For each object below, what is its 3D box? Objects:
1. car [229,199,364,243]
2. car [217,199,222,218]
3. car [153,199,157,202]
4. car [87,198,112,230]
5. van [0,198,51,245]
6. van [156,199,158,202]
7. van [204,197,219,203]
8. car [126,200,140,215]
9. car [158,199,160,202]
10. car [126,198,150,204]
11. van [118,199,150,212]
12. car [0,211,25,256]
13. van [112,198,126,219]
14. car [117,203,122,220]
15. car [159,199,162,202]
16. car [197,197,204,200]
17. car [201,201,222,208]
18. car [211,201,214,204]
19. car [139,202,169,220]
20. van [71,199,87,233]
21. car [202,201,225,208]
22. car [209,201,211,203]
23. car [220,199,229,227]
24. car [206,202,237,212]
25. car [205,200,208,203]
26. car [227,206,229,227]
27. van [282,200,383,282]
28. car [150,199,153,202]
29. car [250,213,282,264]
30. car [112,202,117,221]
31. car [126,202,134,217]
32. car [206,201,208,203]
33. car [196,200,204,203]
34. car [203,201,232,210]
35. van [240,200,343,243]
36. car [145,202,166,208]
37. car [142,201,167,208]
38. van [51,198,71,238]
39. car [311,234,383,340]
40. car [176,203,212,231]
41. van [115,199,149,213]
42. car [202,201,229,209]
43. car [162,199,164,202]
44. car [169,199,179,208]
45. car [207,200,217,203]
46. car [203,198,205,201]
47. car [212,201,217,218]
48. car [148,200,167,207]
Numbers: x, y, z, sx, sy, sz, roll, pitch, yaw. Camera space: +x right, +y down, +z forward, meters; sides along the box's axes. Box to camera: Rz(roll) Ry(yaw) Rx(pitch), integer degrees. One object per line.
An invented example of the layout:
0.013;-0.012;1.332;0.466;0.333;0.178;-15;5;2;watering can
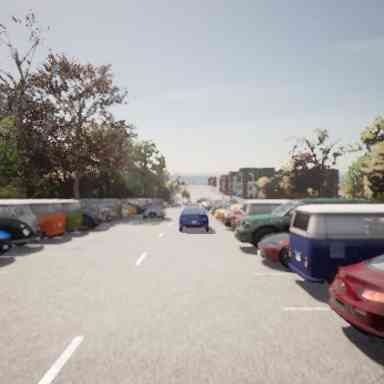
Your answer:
4.529;1.285;13.365;5.566;2.045;2.435;0;-1;0;car
4.606;1.675;27.241;4.553;1.767;2.185;0;-1;0;car
-8.478;2.278;52.303;5.008;1.535;2.097;0;-1;0;car
-8.483;1.443;21.716;5.566;2.045;2.435;0;-1;0;car
-8.406;1.310;13.399;4.442;1.987;1.878;0;-1;0;van
-8.360;2.108;55.093;4.442;1.987;1.878;0;-1;0;van
4.487;1.999;49.448;4.442;1.987;1.878;0;-1;0;van
-8.488;1.961;35.685;5.008;1.535;2.097;0;-1;0;car
-8.494;2.422;57.839;4.792;1.488;2.163;0;-1;0;car
-8.459;1.815;41.230;5.566;2.045;2.435;0;-1;0;car
-8.592;1.999;49.538;4.442;1.987;1.878;0;-1;0;van
-8.531;1.512;10.777;5.008;1.535;2.097;0;0;0;car
-8.618;1.627;30.025;4.442;1.987;1.878;0;-1;0;van
-8.502;1.842;27.376;4.674;1.452;2.002;0;-1;0;car
-8.491;2.484;60.478;4.792;1.488;2.163;0;-1;0;car
4.611;2.660;77.194;5.566;2.045;2.435;0;-2;0;car
4.638;2.988;79.962;5.008;1.535;2.097;0;-2;0;car
4.589;1.908;32.790;4.892;1.521;2.231;0;-1;0;car
-3.554;1.979;32.193;1.994;1.385;4.181;0;-1;0;car
-8.632;1.415;18.946;4.442;1.987;1.878;0;-1;0;van
4.626;2.758;71.636;4.892;1.521;2.231;0;-2;0;car
4.579;1.961;35.566;4.892;1.521;2.231;0;-1;0;car
4.603;1.622;24.465;4.553;1.767;2.185;0;-1;0;car
4.578;2.307;52.220;4.792;1.488;2.163;0;-1;0;car
4.629;2.201;46.668;4.792;1.488;2.163;0;-1;0;car
4.562;1.682;18.911;4.674;1.452;2.002;0;-1;0;car
4.667;1.278;7.828;4.442;1.987;1.878;0;0;0;van
-8.455;1.868;44.000;5.566;2.045;2.435;0;-1;0;car
4.524;1.542;10.610;4.792;1.488;2.163;0;-1;0;car
-8.503;1.749;24.606;5.008;1.535;2.097;0;-1;0;car
-8.500;1.946;32.790;4.674;1.452;2.002;0;-1;0;car
4.626;2.148;43.892;4.792;1.488;2.163;0;-1;0;car
0.154;2.064;41.207;1.882;1.535;5.008;0;-1;0;car
4.807;2.522;63.190;5.366;1.575;1.946;0;-2;0;car
4.678;1.363;16.140;4.442;1.987;1.878;0;-1;0;van
-8.437;2.951;77.215;4.674;1.452;2.002;0;-2;0;car
-8.258;2.831;74.447;5.366;1.575;1.946;0;-2;0;car
-8.635;1.365;16.301;4.442;1.987;1.878;0;-1;0;van
4.544;1.536;5.052;4.674;1.452;2.002;0;0;0;car
0.129;1.706;22.428;1.882;1.535;5.008;0;-1;0;car
-8.363;1.946;46.768;4.442;1.987;1.878;0;-1;0;van
4.814;2.677;68.861;5.366;1.575;1.946;0;-2;0;car
-8.480;2.429;68.917;5.566;2.045;2.435;0;-2;0;car
-3.406;2.846;72.757;1.994;1.385;4.181;0;-2;0;car
4.775;2.010;38.341;5.366;1.575;1.946;0;-1;0;car
4.580;2.207;54.995;4.553;1.767;2.185;0;-1;0;car
4.764;1.851;30.014;5.366;1.575;1.946;0;-1;0;car
-8.465;2.936;82.633;4.553;1.767;2.185;0;-2;0;car
